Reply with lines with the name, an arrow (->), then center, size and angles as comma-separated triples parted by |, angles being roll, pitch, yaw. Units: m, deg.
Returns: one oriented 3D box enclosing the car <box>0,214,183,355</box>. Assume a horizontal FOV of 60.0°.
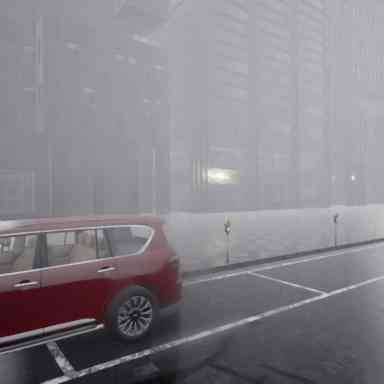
car -> -2.478, 1.315, 4.885 | 5.009, 1.841, 2.192 | 0, 0, -36
